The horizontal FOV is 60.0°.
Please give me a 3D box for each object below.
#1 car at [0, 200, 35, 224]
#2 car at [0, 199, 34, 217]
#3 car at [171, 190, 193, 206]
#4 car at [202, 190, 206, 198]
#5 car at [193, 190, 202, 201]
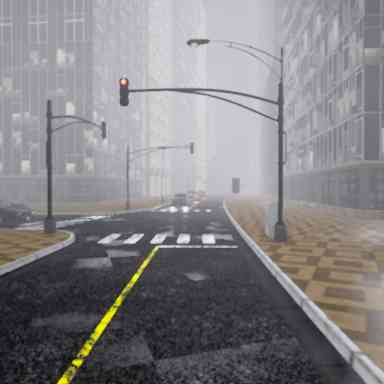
[{"bbox_3d":[-13.630,1.402,22.635,5.357,1.411,2.033,-1,0,7],"label":"car"},{"bbox_3d":[-16.401,1.403,28.909,4.403,1.369,2.008,-1,1,10],"label":"car"},{"bbox_3d":[-1.328,0.862,39.333,1.837,1.490,4.892,0,2,5],"label":"car"},{"bbox_3d":[1.793,0.402,66.920,1.812,1.442,4.674,0,1,8],"label":"car"},{"bbox_3d":[-0.131,0.499,51.689,2.097,1.767,4.553,0,1,7],"label":"car"}]
